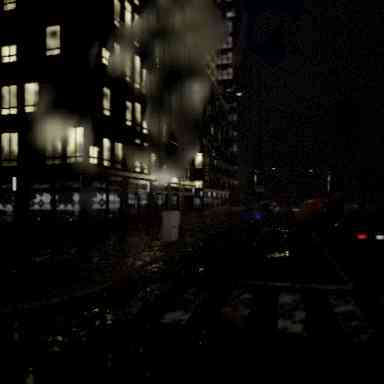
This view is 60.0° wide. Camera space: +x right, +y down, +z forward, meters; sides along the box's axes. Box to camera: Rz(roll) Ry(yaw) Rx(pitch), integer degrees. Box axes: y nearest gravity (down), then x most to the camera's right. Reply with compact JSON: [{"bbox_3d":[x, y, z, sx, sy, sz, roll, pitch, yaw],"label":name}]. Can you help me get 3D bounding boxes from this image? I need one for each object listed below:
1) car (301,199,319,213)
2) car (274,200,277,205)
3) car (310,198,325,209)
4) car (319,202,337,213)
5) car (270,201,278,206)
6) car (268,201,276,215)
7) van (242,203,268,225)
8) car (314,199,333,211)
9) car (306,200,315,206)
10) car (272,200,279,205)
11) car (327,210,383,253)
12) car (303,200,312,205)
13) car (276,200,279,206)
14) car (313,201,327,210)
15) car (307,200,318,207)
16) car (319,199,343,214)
[{"bbox_3d":[16.386,2.117,46.521,1.882,1.535,5.008,-1,-1,16],"label":"car"},{"bbox_3d":[11.303,2.327,49.800,2.008,1.369,4.403,-1,-1,16],"label":"car"},{"bbox_3d":[23.859,2.161,63.541,2.192,1.841,5.009,-1,-1,16],"label":"car"},{"bbox_3d":[19.371,2.159,47.538,1.887,1.381,4.507,-1,-1,16],"label":"car"},{"bbox_3d":[20.284,2.822,81.796,1.802,1.307,4.206,-1,-1,16],"label":"car"},{"bbox_3d":[9.806,2.265,44.467,1.947,1.339,4.313,-1,-1,16],"label":"car"},{"bbox_3d":[5.314,1.806,28.473,1.690,1.788,3.998,-1,-1,16],"label":"van"},{"bbox_3d":[20.865,2.006,52.876,2.192,1.841,5.009,-1,-1,16],"label":"car"},{"bbox_3d":[28.397,2.605,79.699,1.752,1.417,4.829,-1,-1,16],"label":"car"},{"bbox_3d":[23.277,2.976,92.462,1.802,1.307,4.206,-1,-1,16],"label":"car"},{"bbox_3d":[7.412,1.715,14.373,2.033,1.411,5.357,-1,-1,15],"label":"car"},{"bbox_3d":[31.345,2.798,90.200,1.947,1.339,4.313,-1,-1,16],"label":"car"},{"bbox_3d":[14.297,2.513,60.465,1.802,1.307,4.206,-1,-1,16],"label":"car"},{"bbox_3d":[22.365,2.335,58.204,1.947,1.339,4.313,-1,-1,16],"label":"car"},{"bbox_3d":[26.855,2.551,74.202,2.008,1.369,4.403,-1,-1,16],"label":"car"},{"bbox_3d":[17.872,1.851,42.210,2.192,1.841,5.009,-1,-1,16],"label":"car"}]
